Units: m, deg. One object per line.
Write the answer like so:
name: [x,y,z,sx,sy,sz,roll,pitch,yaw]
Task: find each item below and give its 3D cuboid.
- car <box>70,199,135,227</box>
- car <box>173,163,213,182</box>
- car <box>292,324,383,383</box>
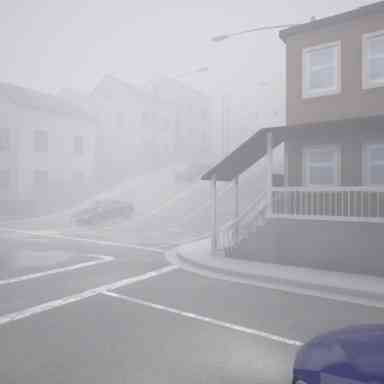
car: [-6.154,1.366,23.135,2.128,1.511,4.902,0,7,35]
car: [0.103,-2.003,32.262,1.895,1.301,4.718,0,18,35]
car: [2.931,1.526,1.873,4.674,1.442,1.812,0,0,36]
